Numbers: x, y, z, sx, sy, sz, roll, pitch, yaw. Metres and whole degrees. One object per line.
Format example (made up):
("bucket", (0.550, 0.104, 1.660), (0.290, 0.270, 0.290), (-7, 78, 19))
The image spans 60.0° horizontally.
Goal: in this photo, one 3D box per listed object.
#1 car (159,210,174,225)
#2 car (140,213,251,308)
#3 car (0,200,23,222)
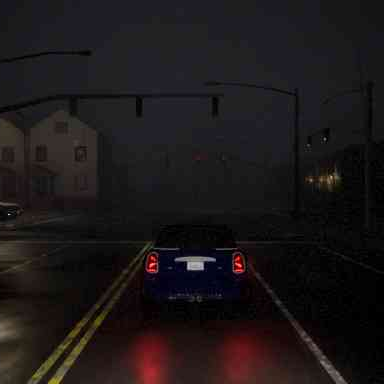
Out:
("car", (-3.543, 3.673, 46.730), (1.812, 1.442, 4.674), (-1, -13, -1))
("car", (0.081, 1.352, 8.112), (2.097, 1.767, 4.553), (0, 0, 0))
("car", (-16.026, 1.221, 25.312), (5.566, 2.045, 2.150), (0, 0, -3))
